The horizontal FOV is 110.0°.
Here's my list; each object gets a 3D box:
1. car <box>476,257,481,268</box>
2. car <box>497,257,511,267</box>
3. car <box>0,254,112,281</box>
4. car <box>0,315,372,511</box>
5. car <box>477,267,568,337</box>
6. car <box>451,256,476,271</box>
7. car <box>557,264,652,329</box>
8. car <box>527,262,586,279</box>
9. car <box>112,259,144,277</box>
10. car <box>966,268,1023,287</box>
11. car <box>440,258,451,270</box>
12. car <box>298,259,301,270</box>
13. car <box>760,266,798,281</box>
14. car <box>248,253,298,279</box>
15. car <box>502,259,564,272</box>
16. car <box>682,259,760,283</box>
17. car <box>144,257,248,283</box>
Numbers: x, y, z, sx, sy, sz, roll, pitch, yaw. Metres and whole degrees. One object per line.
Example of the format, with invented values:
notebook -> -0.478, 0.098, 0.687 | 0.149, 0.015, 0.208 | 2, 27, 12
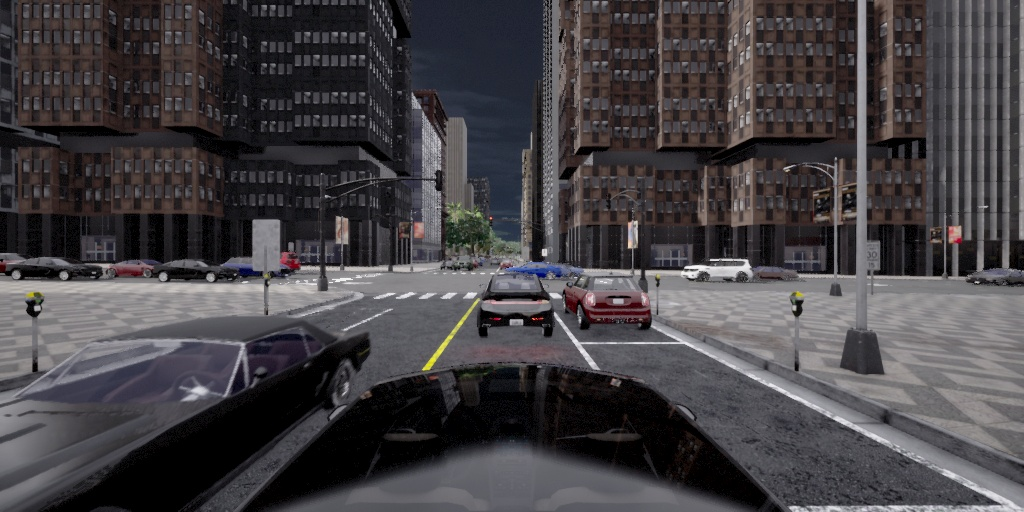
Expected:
car -> -6.668, 1.251, 59.362 | 1.882, 1.535, 5.008 | 0, 0, 0
car -> -0.759, 1.198, 52.552 | 1.967, 1.591, 4.097 | 0, 0, -1
car -> -30.739, 0.827, 24.207 | 5.008, 1.535, 1.882 | 1, 0, 0
car -> -3.109, 1.351, 3.367 | 1.895, 1.301, 4.718 | 0, 0, 0
car -> 0.076, 1.241, 10.285 | 2.128, 1.511, 4.902 | 0, 0, -1
car -> -6.588, 0.973, 49.372 | 2.150, 2.045, 5.566 | 0, 0, 0
car -> 2.734, 1.190, 11.171 | 1.967, 1.591, 4.097 | 0, 0, 0
car -> 4.202, 1.379, 34.464 | 5.357, 1.411, 2.033 | 1, 0, -1
car -> -28.206, 0.945, 27.472 | 4.181, 1.385, 1.994 | 1, 0, -1
car -> 43.555, 1.955, 31.512 | 5.357, 1.411, 2.033 | 1, 0, 0
car -> -9.284, 1.324, 52.474 | 1.948, 1.339, 4.313 | 0, 0, -1
car -> -23.277, 0.666, 34.234 | 5.566, 2.045, 2.150 | 1, 0, 0
car -> 24.480, 1.672, 34.643 | 5.357, 1.411, 2.033 | 1, 0, 0
car -> -19.563, 0.855, 27.554 | 4.553, 1.767, 2.097 | 1, 0, 0
car -> 1.840, 1.279, 31.194 | 5.008, 1.535, 1.882 | 1, 0, 0
car -> 17.904, 1.254, 31.334 | 5.566, 2.045, 2.150 | 1, 0, 0
car -> -21.272, 0.961, 24.288 | 5.008, 1.535, 1.882 | 1, 0, -1
